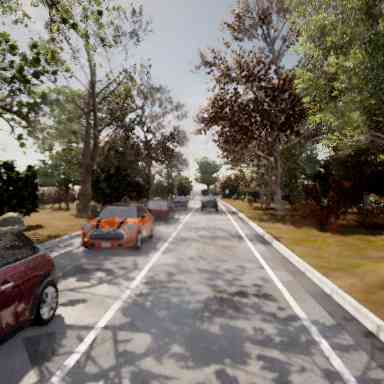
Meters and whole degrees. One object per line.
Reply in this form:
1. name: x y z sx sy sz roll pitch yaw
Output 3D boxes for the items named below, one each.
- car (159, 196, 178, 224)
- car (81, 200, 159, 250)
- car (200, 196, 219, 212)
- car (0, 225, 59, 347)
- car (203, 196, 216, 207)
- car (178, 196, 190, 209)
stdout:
1. car: -2.377 1.310 23.830 1.882 1.535 5.008 1 1 4
2. car: -2.915 1.272 13.982 2.097 1.767 4.553 1 0 3
3. car: 1.884 1.288 36.093 1.837 1.490 4.892 0 0 3
4. car: -3.509 1.315 4.005 2.097 1.767 4.553 1 0 4
5. car: 2.528 1.302 47.795 1.837 1.490 4.892 0 0 3
6. car: -1.366 1.290 40.822 1.837 1.490 4.892 1 0 3
